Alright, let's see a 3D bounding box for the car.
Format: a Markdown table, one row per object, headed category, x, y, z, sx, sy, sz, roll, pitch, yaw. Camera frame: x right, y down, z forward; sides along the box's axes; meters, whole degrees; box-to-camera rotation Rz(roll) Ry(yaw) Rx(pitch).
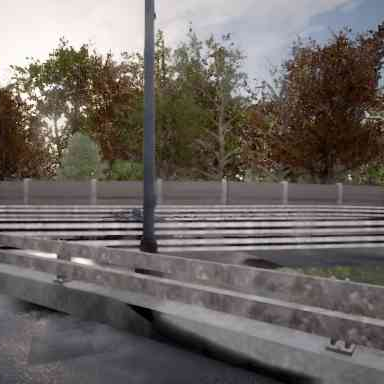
| category | x | y | z | sx | sy | sz | roll | pitch | yaw |
| --- | --- | --- | --- | --- | --- | --- | --- | --- | --- |
| car | -2.897 | 1.539 | 14.309 | 4.181 | 1.385 | 1.994 | 0 | 0 | -5 |
